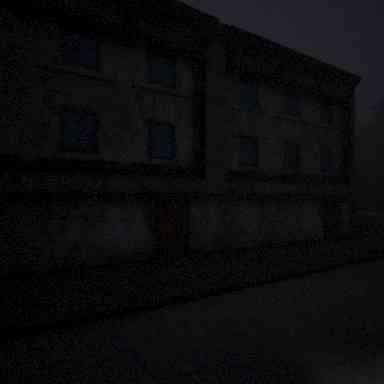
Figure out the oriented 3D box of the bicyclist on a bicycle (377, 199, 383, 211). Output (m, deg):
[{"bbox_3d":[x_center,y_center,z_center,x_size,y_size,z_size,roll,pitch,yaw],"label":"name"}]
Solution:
[{"bbox_3d":[25.304,1.802,44.651,1.656,1.620,0.582,0,0,-36],"label":"bicyclist on a bicycle"}]
